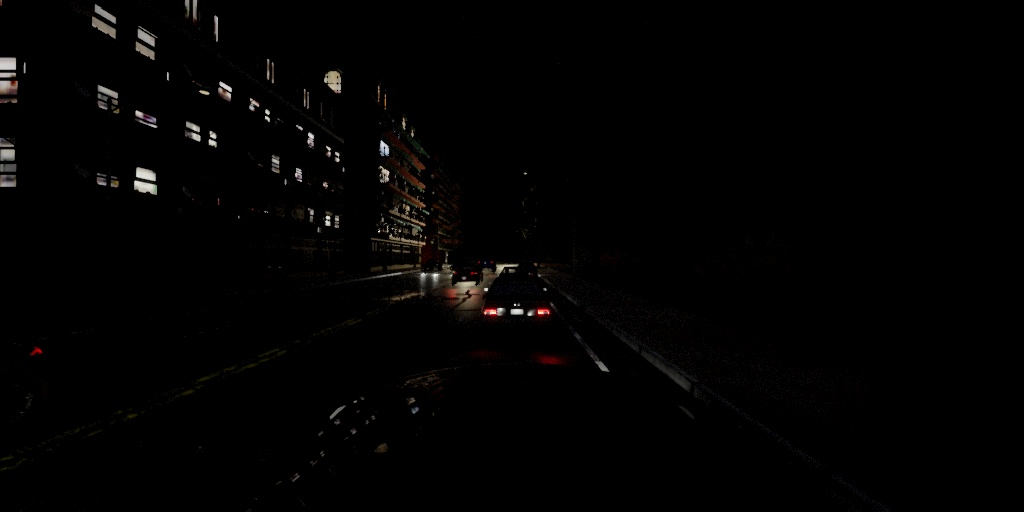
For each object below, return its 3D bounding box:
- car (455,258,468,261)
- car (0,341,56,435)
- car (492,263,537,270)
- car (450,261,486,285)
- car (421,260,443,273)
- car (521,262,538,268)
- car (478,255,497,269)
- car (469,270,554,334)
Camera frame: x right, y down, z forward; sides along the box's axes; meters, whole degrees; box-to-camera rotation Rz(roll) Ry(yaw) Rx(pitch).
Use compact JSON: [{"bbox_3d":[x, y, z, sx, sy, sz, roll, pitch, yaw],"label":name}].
[{"bbox_3d":[-6.559,1.106,45.705,2.097,1.767,4.553,0,0,0],"label":"car"},{"bbox_3d":[-6.601,1.314,2.585,1.994,1.385,4.181,0,0,0],"label":"car"},{"bbox_3d":[0.116,1.301,20.915,2.033,1.411,5.357,0,0,0],"label":"car"},{"bbox_3d":[-3.128,1.279,25.723,1.812,1.442,4.674,0,0,0],"label":"car"},{"bbox_3d":[-9.812,1.259,44.209,1.837,1.490,4.892,0,0,0],"label":"car"},{"bbox_3d":[1.164,1.259,30.682,1.837,1.490,4.892,0,0,0],"label":"car"},{"bbox_3d":[-3.106,0.965,44.524,2.150,2.045,5.566,0,-1,0],"label":"car"},{"bbox_3d":[0.110,1.299,10.554,2.033,1.411,5.357,0,0,0],"label":"car"}]
